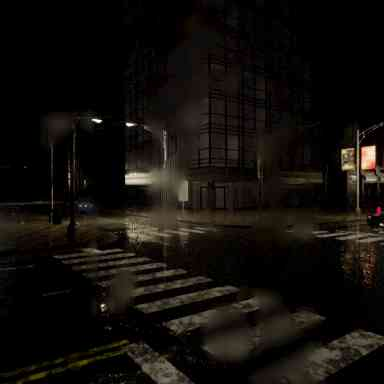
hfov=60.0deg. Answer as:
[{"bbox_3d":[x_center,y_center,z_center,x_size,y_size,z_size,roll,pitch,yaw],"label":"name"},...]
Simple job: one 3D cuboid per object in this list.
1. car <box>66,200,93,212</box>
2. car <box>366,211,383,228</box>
[{"bbox_3d":[-13.355,1.614,39.401,2.033,1.411,5.357,0,0,-35],"label":"car"},{"bbox_3d":[12.960,1.605,20.811,4.718,1.301,1.895,0,0,-35],"label":"car"}]
